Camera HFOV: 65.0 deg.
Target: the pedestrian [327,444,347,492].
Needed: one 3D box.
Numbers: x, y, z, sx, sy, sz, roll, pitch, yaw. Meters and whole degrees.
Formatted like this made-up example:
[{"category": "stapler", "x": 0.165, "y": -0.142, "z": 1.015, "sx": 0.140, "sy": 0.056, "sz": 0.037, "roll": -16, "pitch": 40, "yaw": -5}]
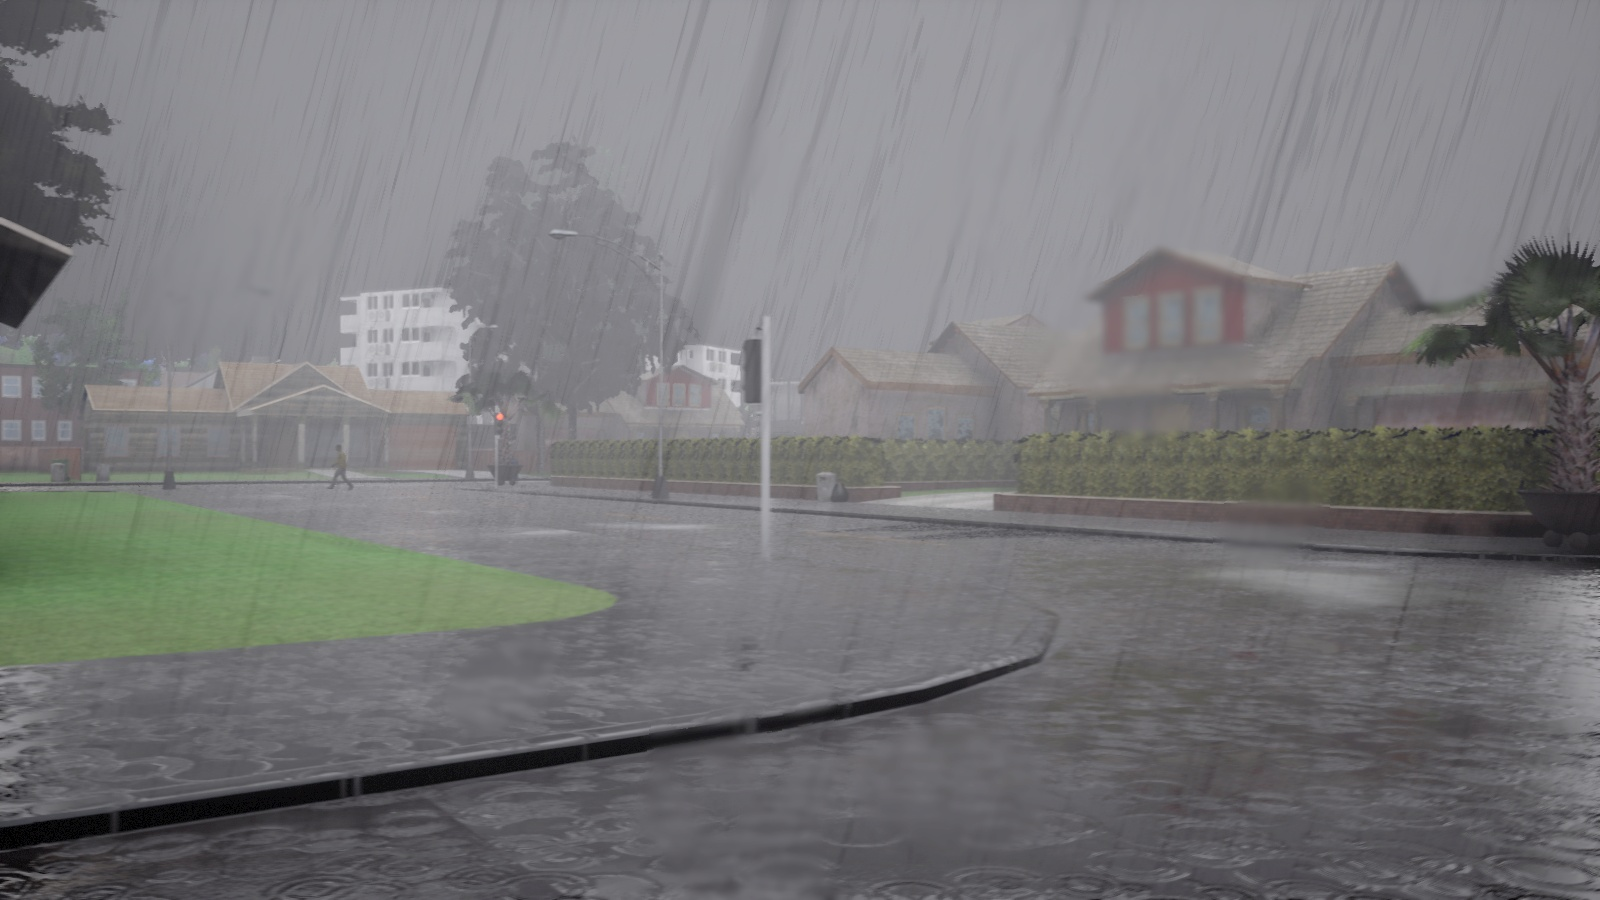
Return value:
[{"category": "pedestrian", "x": -17.832, "y": 0.702, "z": 48.365, "sx": 0.709, "sy": 1.840, "sz": 0.431, "roll": 0, "pitch": 0, "yaw": -14}]
